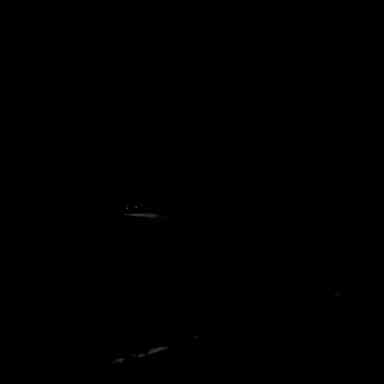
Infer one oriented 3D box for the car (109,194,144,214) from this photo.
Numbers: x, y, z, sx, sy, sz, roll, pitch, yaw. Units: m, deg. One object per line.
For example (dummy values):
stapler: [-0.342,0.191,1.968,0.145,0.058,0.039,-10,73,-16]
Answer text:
car: [-7.472,1.251,37.206,2.150,2.045,5.566,0,0,-36]
